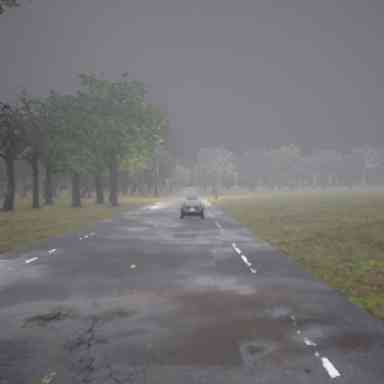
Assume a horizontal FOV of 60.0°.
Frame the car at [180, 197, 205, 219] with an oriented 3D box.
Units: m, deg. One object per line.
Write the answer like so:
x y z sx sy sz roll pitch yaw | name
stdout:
0.039 1.424 28.429 2.163 1.488 4.792 0 0 1 | car

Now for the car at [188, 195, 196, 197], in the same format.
0.003 1.235 54.920 2.128 1.511 4.902 0 0 0 | car
